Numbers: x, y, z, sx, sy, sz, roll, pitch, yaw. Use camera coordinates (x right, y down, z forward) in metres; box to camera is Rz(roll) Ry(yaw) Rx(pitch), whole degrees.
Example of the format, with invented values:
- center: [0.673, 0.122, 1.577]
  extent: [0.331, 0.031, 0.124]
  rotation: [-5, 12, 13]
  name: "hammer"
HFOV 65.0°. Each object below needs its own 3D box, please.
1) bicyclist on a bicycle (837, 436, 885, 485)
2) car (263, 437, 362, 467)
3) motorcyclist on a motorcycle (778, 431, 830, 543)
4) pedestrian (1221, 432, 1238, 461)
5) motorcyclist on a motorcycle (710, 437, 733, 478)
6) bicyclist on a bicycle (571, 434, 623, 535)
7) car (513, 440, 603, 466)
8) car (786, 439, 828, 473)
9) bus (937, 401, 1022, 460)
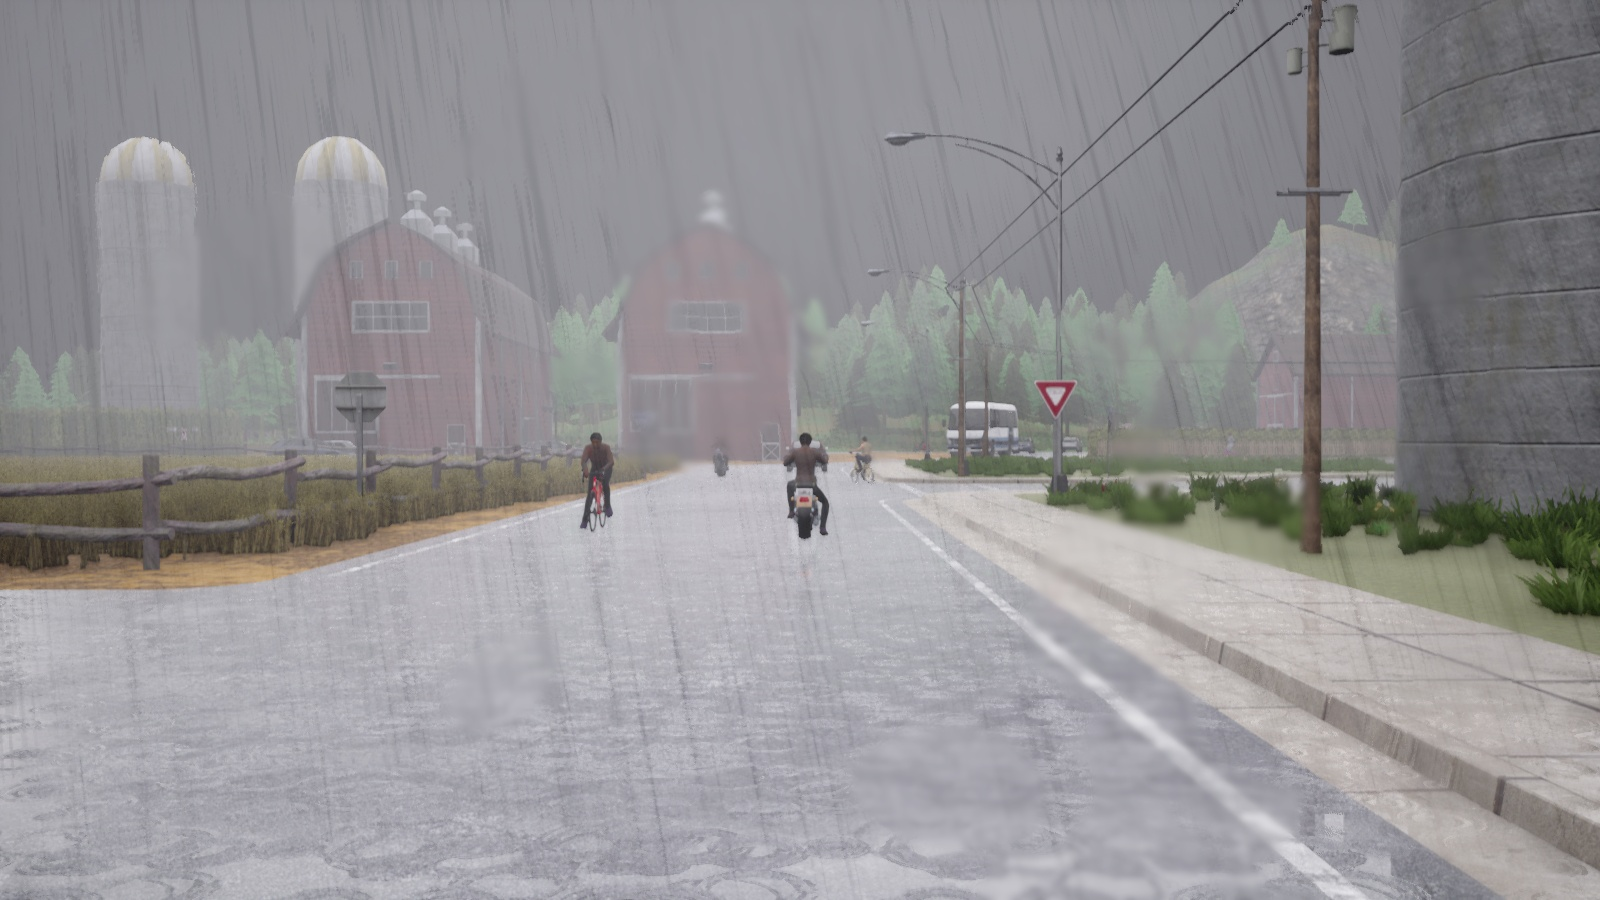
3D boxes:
- center: [2.065, 0.359, 42.685]
  extent: [0.866, 1.612, 1.509]
  rotation: [4, -1, -29]
  name: "bicyclist on a bicycle"
- center: [-27.792, 0.107, 71.723]
  extent: [4.856, 1.649, 2.033]
  rotation: [0, 0, -3]
  name: "car"
- center: [0.091, 0.546, 19.726]
  extent: [0.766, 1.649, 2.350]
  rotation: [0, 0, 2]
  name: "motorcyclist on a motorcycle"
- center: [29.637, -0.236, 86.656]
  extent: [0.873, 1.952, 0.659]
  rotation: [0, 0, -2]
  name: "pedestrian"
- center: [-3.199, 0.302, 51.371]
  extent: [0.766, 1.649, 2.350]
  rotation: [0, 1, 0]
  name: "motorcyclist on a motorcycle"
- center: [-3.367, 0.537, 20.906]
  extent: [0.582, 1.620, 1.656]
  rotation: [0, 1, 0]
  name: "bicyclist on a bicycle"
- center: [-13.913, 0.183, 72.389]
  extent: [4.792, 1.488, 2.163]
  rotation: [0, 0, -2]
  name: "car"
- center: [0.335, 0.268, 59.813]
  extent: [1.882, 1.535, 5.008]
  rotation: [0, 0, 0]
  name: "car"
- center: [13.965, -1.479, 96.598]
  extent: [3.944, 4.253, 10.273]
  rotation: [0, 1, 23]
  name: "bus"
